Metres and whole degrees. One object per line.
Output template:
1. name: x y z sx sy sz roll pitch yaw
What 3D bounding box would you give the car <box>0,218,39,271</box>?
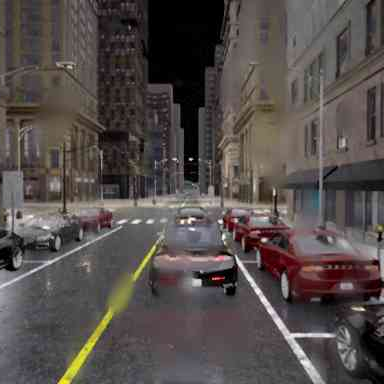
1. car: -5.778 1.561 8.131 1.947 1.339 4.313 -1 0 0

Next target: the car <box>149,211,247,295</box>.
1. car: 0.047 1.486 8.665 2.128 1.511 4.902 0 0 0

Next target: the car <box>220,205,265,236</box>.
1. car: 2.738 1.533 19.148 1.887 1.381 4.507 -1 0 0

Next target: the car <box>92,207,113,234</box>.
1. car: -5.787 1.533 19.142 1.887 1.381 4.507 -1 0 0

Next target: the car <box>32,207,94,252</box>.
1. car: -5.783 1.542 13.636 2.008 1.369 4.403 -1 0 0

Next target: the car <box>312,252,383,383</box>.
1. car: 2.752 1.564 2.633 1.947 1.339 4.313 -1 0 0

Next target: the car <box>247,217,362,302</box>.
1. car: 2.747 1.540 8.138 1.887 1.381 4.507 -1 0 0

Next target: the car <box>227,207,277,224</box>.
1. car: 2.742 1.536 13.643 1.887 1.381 4.507 -1 0 0

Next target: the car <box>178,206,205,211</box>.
1. car: -0.013 1.494 17.769 1.837 1.490 4.892 0 0 0
